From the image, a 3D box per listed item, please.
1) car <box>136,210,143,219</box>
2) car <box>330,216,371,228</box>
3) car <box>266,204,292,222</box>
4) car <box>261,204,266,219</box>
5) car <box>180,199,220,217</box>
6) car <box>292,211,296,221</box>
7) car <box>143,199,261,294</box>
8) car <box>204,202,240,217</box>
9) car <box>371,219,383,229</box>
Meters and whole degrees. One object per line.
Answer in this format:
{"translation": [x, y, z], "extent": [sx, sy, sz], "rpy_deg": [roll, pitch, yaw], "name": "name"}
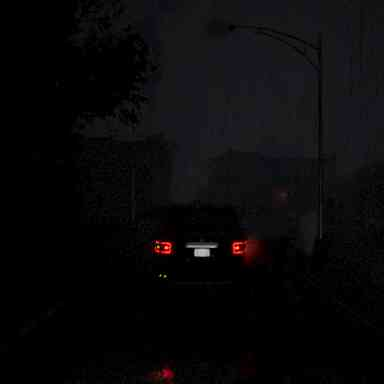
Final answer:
{"translation": [-2.725, 2.071, 32.234], "extent": [5.357, 1.411, 2.033], "rpy_deg": [-1, 0, -2], "name": "car"}
{"translation": [21.514, 4.032, 46.021], "extent": [2.002, 1.452, 4.674], "rpy_deg": [6, -3, -31], "name": "car"}
{"translation": [9.757, 2.616, 43.673], "extent": [2.435, 2.045, 5.566], "rpy_deg": [7, -3, -32], "name": "car"}
{"translation": [6.772, 2.455, 43.048], "extent": [2.185, 1.767, 4.553], "rpy_deg": [6, -3, -32], "name": "car"}
{"translation": [0.945, 1.927, 41.827], "extent": [2.435, 2.045, 5.566], "rpy_deg": [1, -2, -31], "name": "car"}
{"translation": [12.574, 3.144, 44.440], "extent": [1.946, 1.575, 5.366], "rpy_deg": [6, -3, -31], "name": "car"}
{"translation": [0.232, 1.322, 9.150], "extent": [2.150, 2.045, 5.566], "rpy_deg": [0, -1, 1], "name": "car"}
{"translation": [3.811, 2.212, 42.482], "extent": [2.185, 1.767, 4.553], "rpy_deg": [4, -3, -32], "name": "car"}
{"translation": [24.473, 4.315, 46.602], "extent": [2.002, 1.452, 4.674], "rpy_deg": [7, -3, -31], "name": "car"}
